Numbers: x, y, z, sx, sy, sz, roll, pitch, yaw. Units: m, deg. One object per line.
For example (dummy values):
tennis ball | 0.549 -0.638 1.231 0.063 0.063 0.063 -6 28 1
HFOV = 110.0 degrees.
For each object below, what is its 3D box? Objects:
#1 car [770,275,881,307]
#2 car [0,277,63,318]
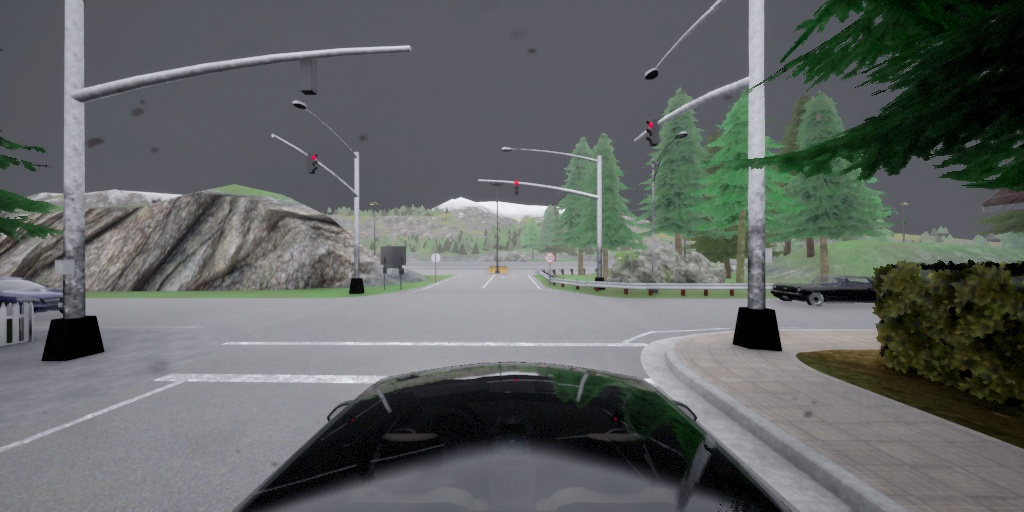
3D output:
car | 14.588 1.542 16.245 4.718 1.301 1.895 0 0 0
car | -18.275 1.467 12.735 4.674 1.442 1.812 0 0 0
